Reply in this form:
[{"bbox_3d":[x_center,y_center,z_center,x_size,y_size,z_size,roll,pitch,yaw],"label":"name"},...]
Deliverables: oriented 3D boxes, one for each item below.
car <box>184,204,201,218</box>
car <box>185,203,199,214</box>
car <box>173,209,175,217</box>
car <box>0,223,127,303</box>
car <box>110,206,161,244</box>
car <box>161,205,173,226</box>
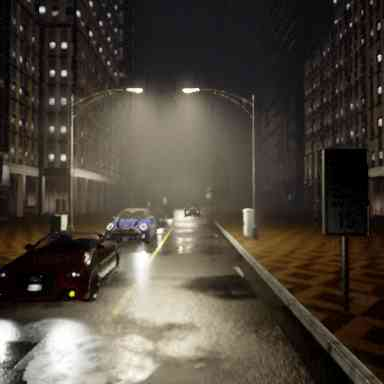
[{"bbox_3d":[0.024,2.293,38.823,1.895,1.301,4.718,0,-1,0],"label":"car"},{"bbox_3d":[0.031,2.426,49.129,2.033,1.411,5.357,0,-1,0],"label":"car"},{"bbox_3d":[-2.978,2.231,38.189,2.033,1.411,5.357,0,-1,0],"label":"car"},{"bbox_3d":[-3.103,1.710,8.465,1.994,1.385,4.181,0,-1,-1],"label":"car"},{"bbox_3d":[-3.071,1.664,17.624,2.097,1.767,4.553,0,-1,0],"label":"car"},{"bbox_3d":[-2.998,2.045,27.881,2.033,1.411,5.357,0,-1,0],"label":"car"}]
